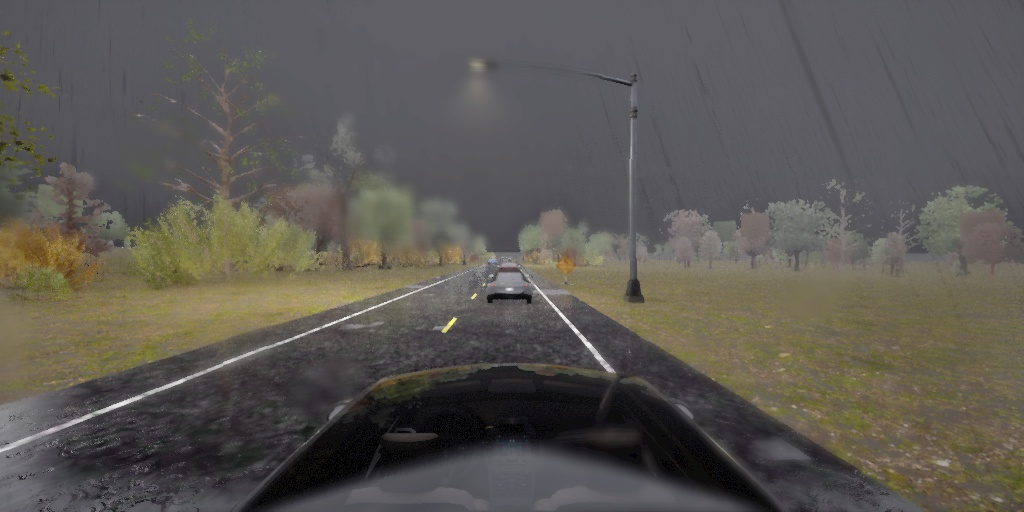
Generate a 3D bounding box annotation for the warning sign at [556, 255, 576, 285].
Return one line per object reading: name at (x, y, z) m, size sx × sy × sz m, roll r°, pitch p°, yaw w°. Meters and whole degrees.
warning sign at (3.371, 0.862, 22.442) m, size 1.300 × 1.860 × 1.060 m, roll 0°, pitch 0°, yaw -1°

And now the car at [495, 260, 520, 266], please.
car at (-0.272, 1.232, 31.543) m, size 1.882 × 1.535 × 5.008 m, roll 0°, pitch 0°, yaw -1°

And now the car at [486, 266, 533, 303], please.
car at (-0.120, 1.321, 16.544) m, size 1.994 × 1.385 × 4.181 m, roll 0°, pitch 0°, yaw -1°
